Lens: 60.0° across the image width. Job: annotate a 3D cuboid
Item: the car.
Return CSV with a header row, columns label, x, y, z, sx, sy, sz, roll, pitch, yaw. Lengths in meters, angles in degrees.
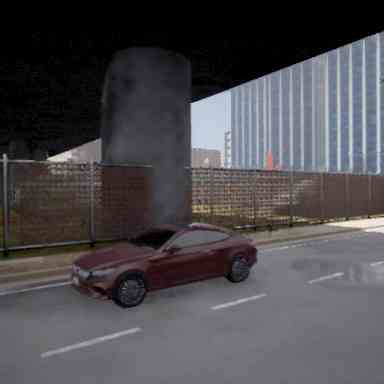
label,x,y,z,sx,sy,sz,roll,pitch,yaw
car,-0.415,1.488,7.974,4.674,1.442,1.812,-1,0,-36
